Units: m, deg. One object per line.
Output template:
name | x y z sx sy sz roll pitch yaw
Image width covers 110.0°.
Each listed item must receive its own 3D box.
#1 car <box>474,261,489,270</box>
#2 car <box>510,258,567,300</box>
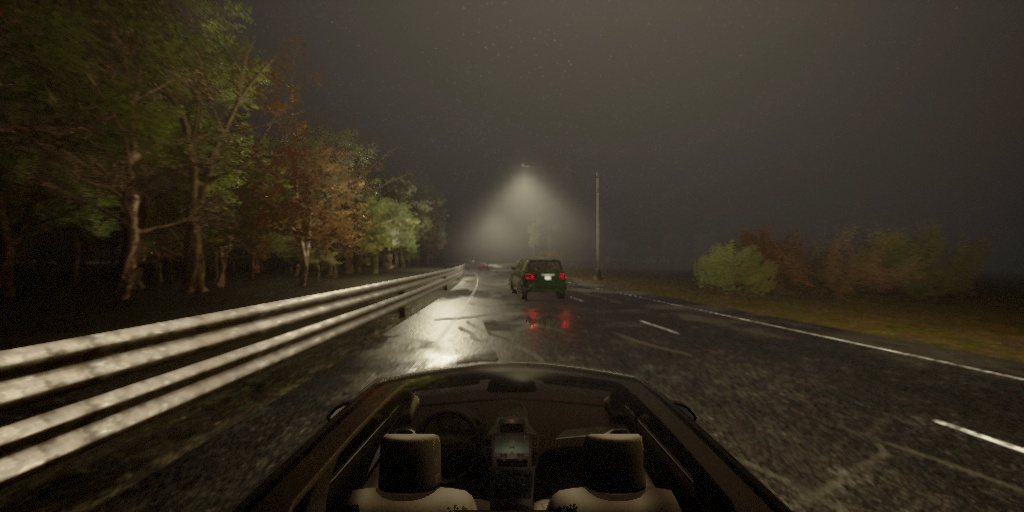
car | -5.098 1.765 62.871 1.994 1.385 4.181 0 0 -8
car | 1.264 1.122 19.097 2.150 2.045 5.566 0 0 -8
